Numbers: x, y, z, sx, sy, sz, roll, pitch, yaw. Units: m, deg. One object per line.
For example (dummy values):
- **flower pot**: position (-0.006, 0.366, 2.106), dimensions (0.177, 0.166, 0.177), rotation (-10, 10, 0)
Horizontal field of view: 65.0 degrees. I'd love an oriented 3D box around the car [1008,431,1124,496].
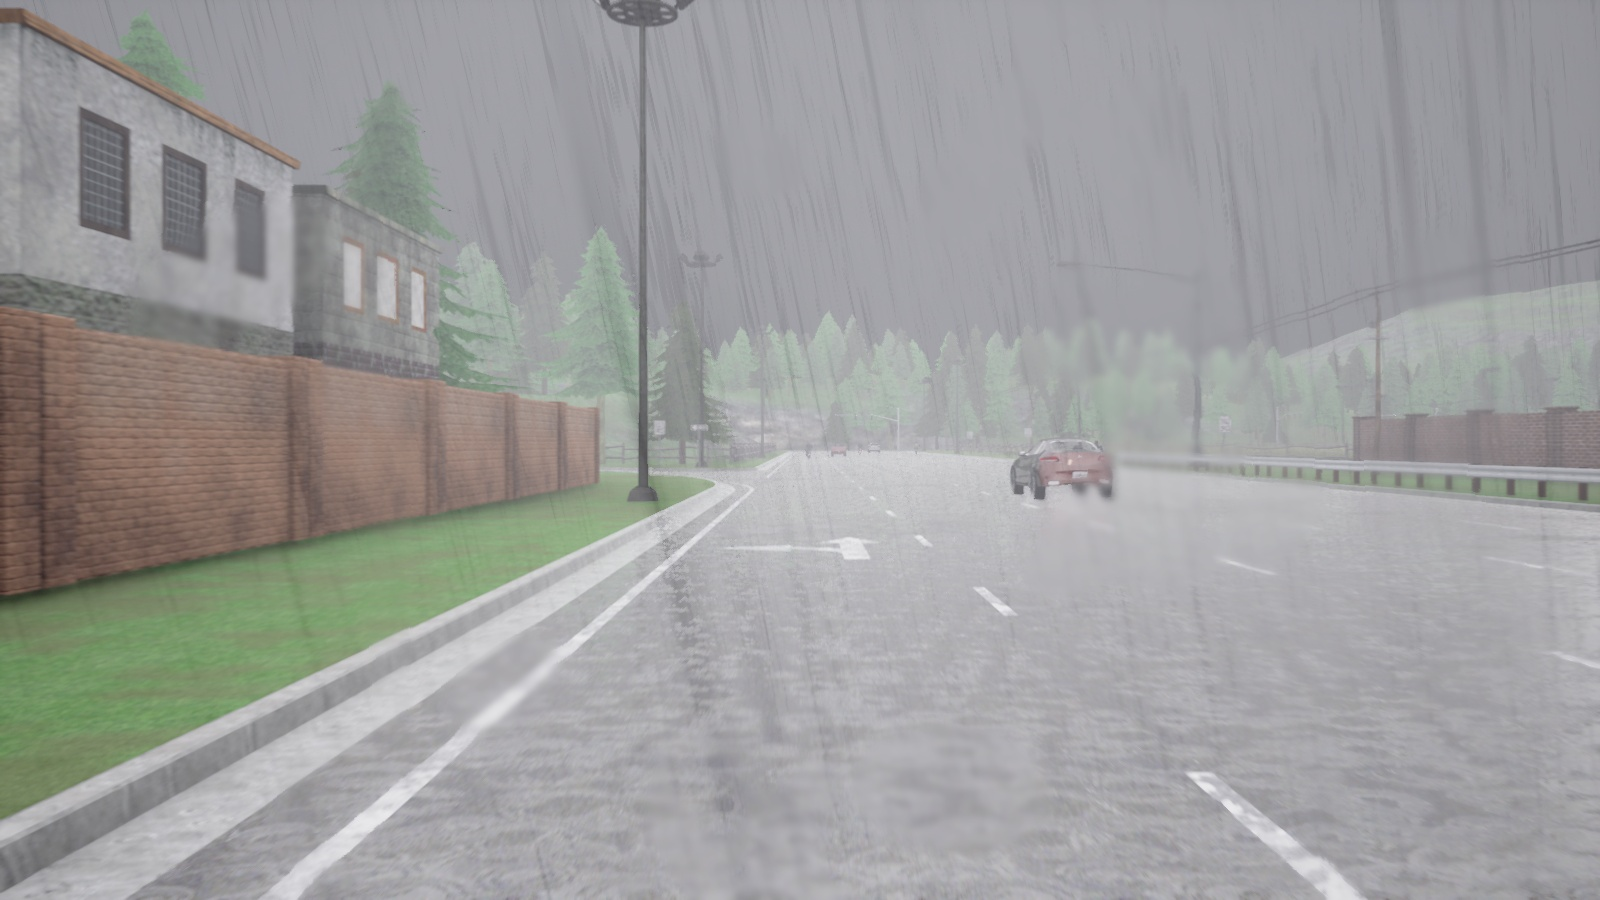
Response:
- **car**: position (7.212, 0.337, 34.586), dimensions (2.152, 1.651, 5.027), rotation (0, 0, 0)
